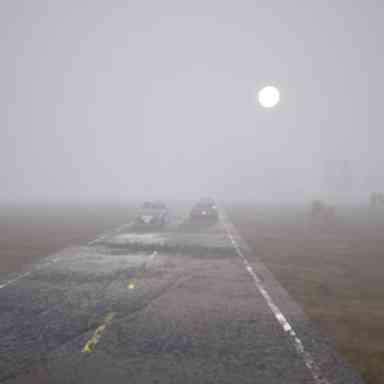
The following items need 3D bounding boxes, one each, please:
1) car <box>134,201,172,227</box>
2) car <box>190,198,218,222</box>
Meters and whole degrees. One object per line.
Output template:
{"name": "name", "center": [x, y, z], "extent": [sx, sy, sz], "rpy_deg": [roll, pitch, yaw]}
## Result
{"name": "car", "center": [-2.417, 1.350, 21.290], "extent": [2.128, 1.511, 4.902], "rpy_deg": [0, 0, 3]}
{"name": "car", "center": [0.918, 1.386, 24.779], "extent": [1.994, 1.385, 4.181], "rpy_deg": [0, 0, 3]}
